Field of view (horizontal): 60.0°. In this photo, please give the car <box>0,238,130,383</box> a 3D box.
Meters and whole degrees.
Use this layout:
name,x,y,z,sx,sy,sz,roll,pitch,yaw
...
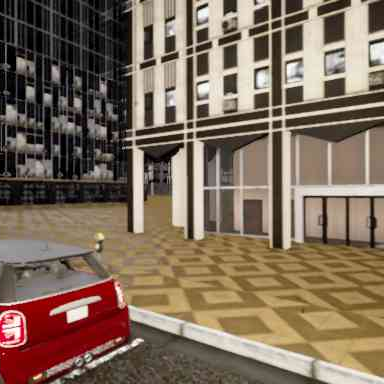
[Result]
name,x,y,z,sx,sy,sz,roll,pitch,yaw
car,-2.894,1.417,4.952,4.097,1.590,1.967,0,0,36
